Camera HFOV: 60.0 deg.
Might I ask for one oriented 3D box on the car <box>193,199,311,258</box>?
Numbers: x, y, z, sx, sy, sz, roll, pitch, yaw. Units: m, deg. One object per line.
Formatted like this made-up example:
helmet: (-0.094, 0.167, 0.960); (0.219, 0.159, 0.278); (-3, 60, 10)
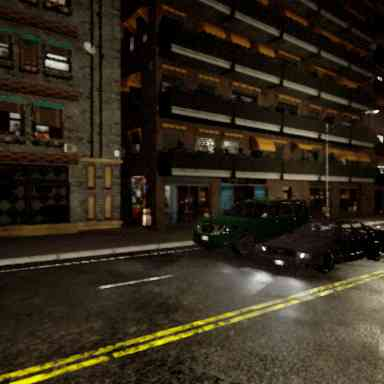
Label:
car: (2.695, 1.329, 13.712); (5.566, 2.045, 2.150); (0, 0, -36)

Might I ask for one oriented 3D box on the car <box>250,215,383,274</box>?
car: (4.636, 1.643, 11.102); (5.357, 1.411, 2.033); (1, -1, -36)
